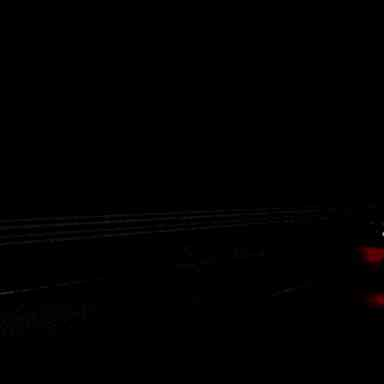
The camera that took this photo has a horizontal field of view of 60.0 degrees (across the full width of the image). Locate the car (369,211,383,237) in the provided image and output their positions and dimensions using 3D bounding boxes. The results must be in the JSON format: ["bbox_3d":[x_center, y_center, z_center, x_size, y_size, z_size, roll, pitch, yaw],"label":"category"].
[{"bbox_3d":[9.970,1.494,15.171,4.892,1.490,1.837,0,0,-35],"label":"car"}]

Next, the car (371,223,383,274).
[{"bbox_3d":[6.765,1.557,8.598,4.181,1.385,1.994,0,0,-35],"label":"car"}]
